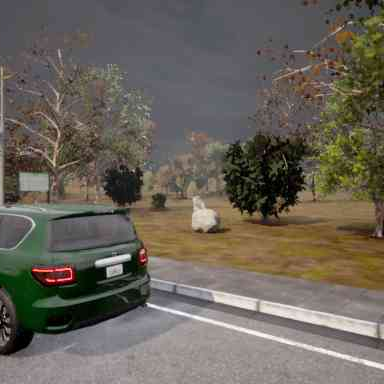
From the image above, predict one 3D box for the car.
[{"bbox_3d":[-3.298,1.221,6.321,5.566,2.045,2.150,0,0,35],"label":"car"}]
